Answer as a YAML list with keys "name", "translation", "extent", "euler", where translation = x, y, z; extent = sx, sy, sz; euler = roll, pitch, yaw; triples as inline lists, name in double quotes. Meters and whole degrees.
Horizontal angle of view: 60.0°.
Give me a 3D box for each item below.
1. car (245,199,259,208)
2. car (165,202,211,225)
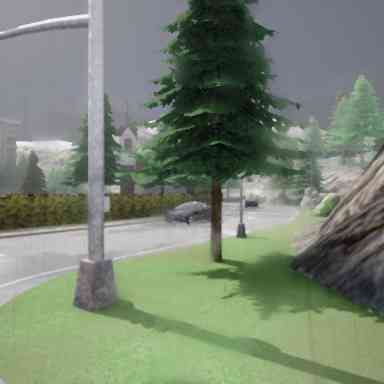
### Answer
- name: "car"
  translation: [8.409, 1.594, 46.687]
  extent: [1.895, 1.301, 4.718]
  euler: [0, 0, 9]
- name: "car"
  translation: [-0.077, 1.500, 24.288]
  extent: [1.837, 1.490, 4.892]
  euler: [0, 0, 31]
